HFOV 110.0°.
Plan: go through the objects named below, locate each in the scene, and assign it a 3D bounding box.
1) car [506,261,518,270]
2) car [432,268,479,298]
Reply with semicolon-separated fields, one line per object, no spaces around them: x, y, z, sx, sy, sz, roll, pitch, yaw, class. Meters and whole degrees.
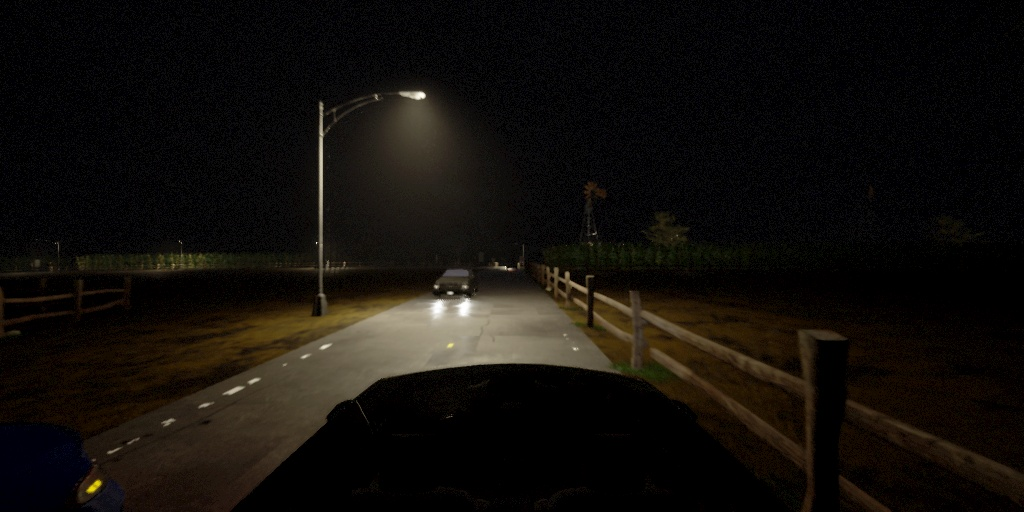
-0.003;1.596;61.220;1.837;1.490;4.892;0;-1;0;car
-2.810;1.326;19.062;2.033;1.411;5.357;0;0;0;car
